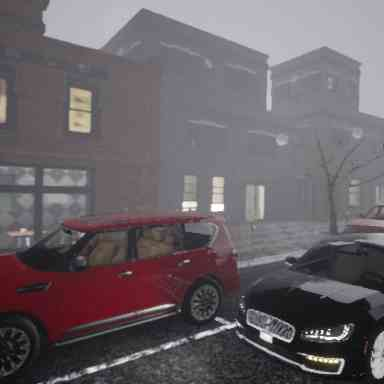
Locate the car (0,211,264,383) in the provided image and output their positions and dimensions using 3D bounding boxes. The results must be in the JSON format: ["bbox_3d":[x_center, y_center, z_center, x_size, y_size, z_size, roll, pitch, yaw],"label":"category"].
[{"bbox_3d":[-1.418,1.312,5.526,5.009,1.841,2.192,0,1,-35],"label":"car"}]

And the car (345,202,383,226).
[{"bbox_3d":[7.384,1.293,11.808,5.009,1.841,2.192,0,1,-35],"label":"car"}]

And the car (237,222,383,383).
[{"bbox_3d":[2.871,1.496,5.427,4.892,1.490,1.837,0,0,-36],"label":"car"}]
